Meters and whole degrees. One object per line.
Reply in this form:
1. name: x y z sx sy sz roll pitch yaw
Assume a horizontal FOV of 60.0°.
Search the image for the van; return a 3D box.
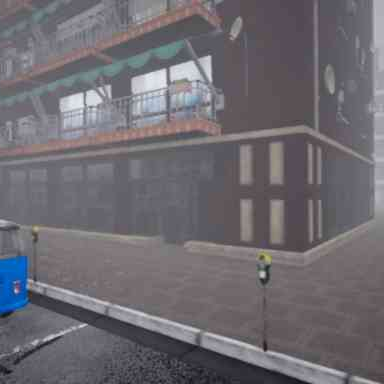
1. van: -4.662 1.306 6.064 3.998 1.788 1.690 0 0 36
